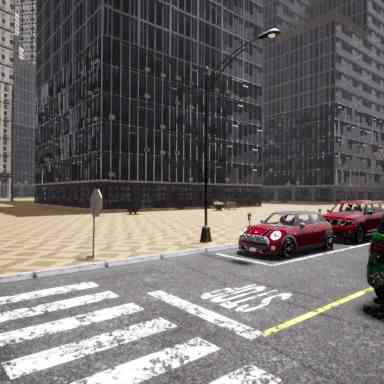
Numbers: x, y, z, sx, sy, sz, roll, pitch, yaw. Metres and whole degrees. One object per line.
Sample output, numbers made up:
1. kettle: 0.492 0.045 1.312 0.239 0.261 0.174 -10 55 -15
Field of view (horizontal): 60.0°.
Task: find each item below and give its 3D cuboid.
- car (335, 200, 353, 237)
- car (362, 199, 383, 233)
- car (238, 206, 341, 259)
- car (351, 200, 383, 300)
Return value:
1. car: 8.010 1.335 16.278 5.009 1.841 2.192 0 0 -39
2. car: 12.385 1.341 19.849 5.009 1.841 2.192 0 0 -39
3. car: 3.635 1.454 12.708 4.097 1.590 1.967 0 0 -39
4. car: 5.873 1.231 7.199 5.566 2.045 2.150 0 0 -39
